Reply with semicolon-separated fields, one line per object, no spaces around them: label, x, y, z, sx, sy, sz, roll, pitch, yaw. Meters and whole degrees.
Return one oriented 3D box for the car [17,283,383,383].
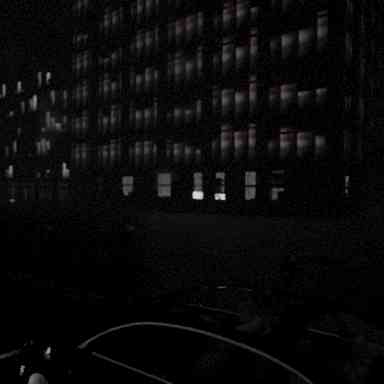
car;0.167;1.546;2.905;4.403;1.369;2.008;1;1;36
